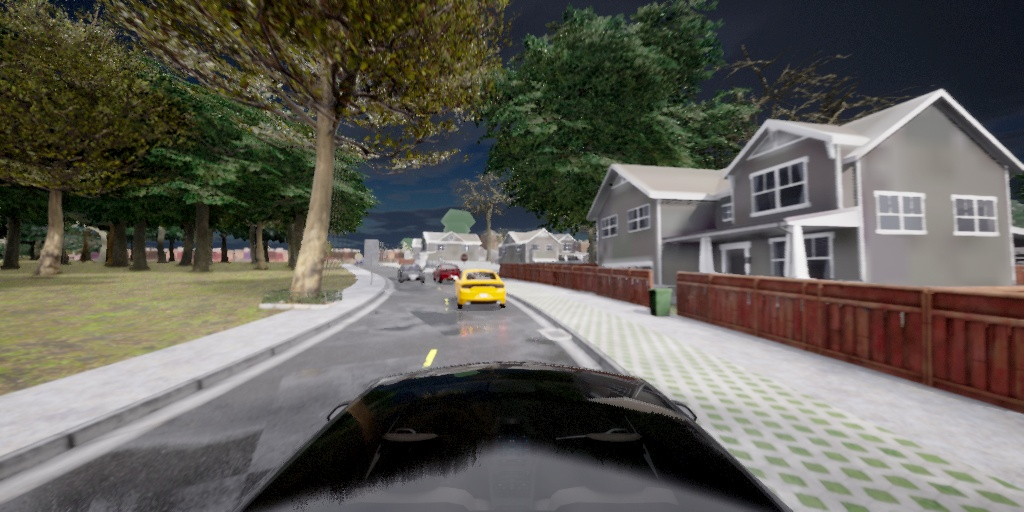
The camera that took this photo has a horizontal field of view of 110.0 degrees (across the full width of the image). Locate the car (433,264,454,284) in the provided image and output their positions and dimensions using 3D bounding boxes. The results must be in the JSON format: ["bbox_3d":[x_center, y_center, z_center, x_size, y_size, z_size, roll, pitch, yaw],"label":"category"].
[{"bbox_3d":[-5.271,1.370,29.198,1.882,1.535,5.008,1,0,-20],"label":"car"}]

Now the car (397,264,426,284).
[{"bbox_3d":[-7.904,1.349,28.071,2.128,1.511,4.902,1,0,-20],"label":"car"}]

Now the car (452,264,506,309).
[{"bbox_3d":[-1.501,1.309,15.690,1.882,1.535,5.008,0,0,-11],"label":"car"}]
